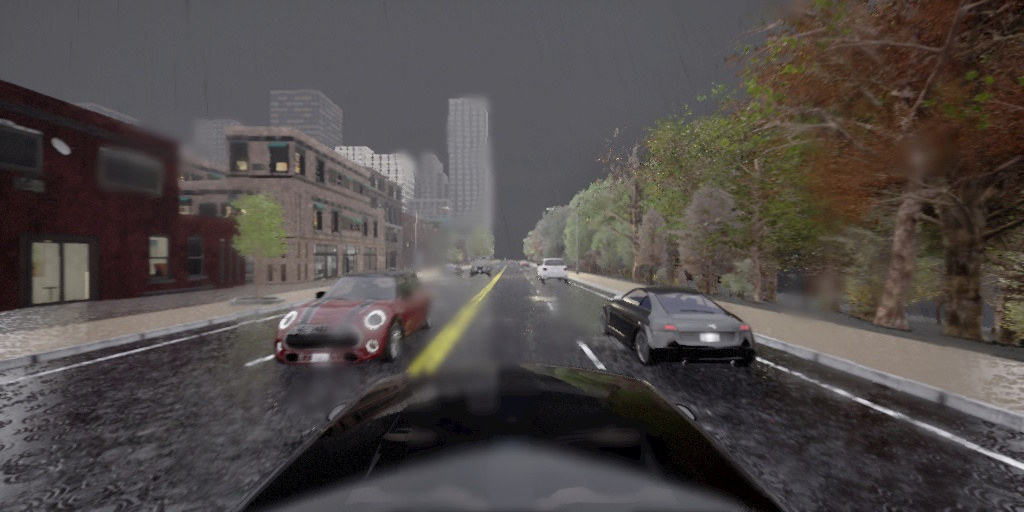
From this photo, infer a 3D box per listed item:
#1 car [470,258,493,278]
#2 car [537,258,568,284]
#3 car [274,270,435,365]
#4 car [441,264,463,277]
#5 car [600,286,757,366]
[{"bbox_3d":[-3.306,1.280,39.774,2.150,2.045,5.566,0,-1,0],"label":"car"},{"bbox_3d":[3.366,1.203,30.371,2.150,2.045,5.566,0,0,0],"label":"car"},{"bbox_3d":[-3.249,1.156,8.357,2.097,1.767,4.553,0,0,0],"label":"car"},{"bbox_3d":[-6.557,1.620,39.608,1.994,1.385,4.181,0,-1,0],"label":"car"},{"bbox_3d":[3.354,1.366,8.083,1.994,1.385,4.181,0,0,0],"label":"car"}]
